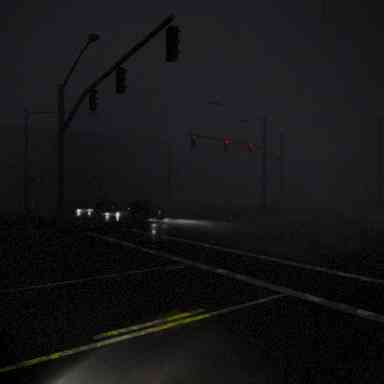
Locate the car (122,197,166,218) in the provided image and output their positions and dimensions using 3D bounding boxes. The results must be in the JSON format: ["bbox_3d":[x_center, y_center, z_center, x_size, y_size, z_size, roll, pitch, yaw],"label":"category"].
[{"bbox_3d":[-4.218,1.491,30.614,2.128,1.511,4.902,0,0,-36],"label":"car"}]

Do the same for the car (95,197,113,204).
[{"bbox_3d":[-16.510,1.601,62.708,1.895,1.301,4.718,0,0,3],"label":"car"}]

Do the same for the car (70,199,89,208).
[{"bbox_3d":[-15.746,1.601,46.806,1.895,1.301,4.718,0,0,-33],"label":"car"}]

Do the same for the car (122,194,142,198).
[{"bbox_3d":[-13.682,1.524,72.536,1.812,1.442,4.674,0,0,30],"label":"car"}]

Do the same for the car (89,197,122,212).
[{"bbox_3d":[-10.019,1.564,38.688,1.994,1.385,4.181,0,0,-35],"label":"car"}]
